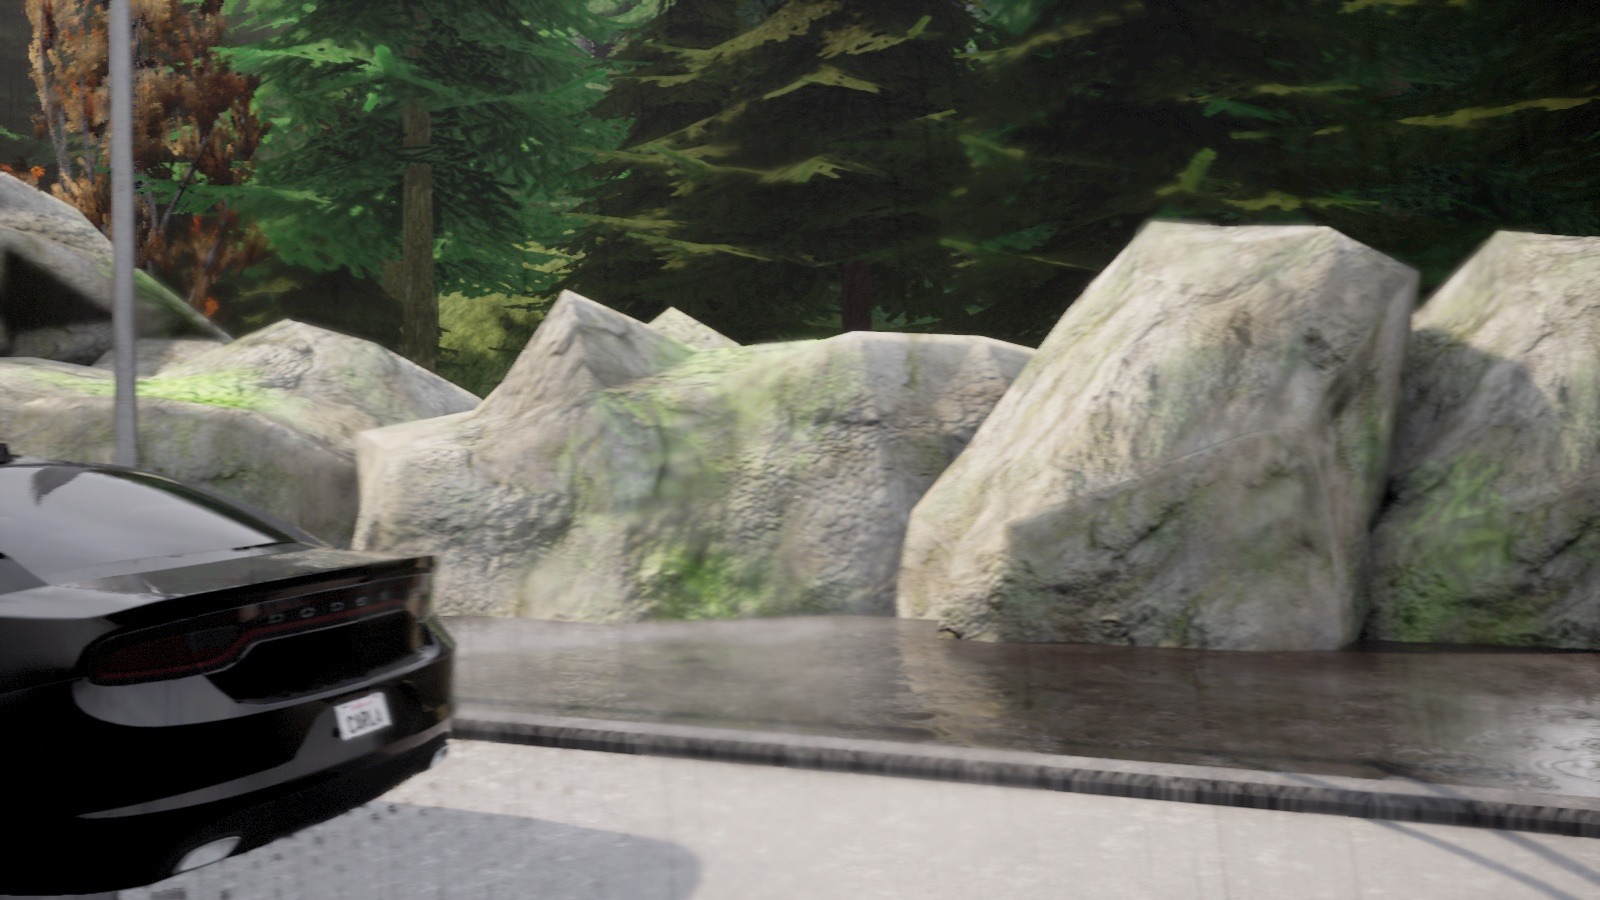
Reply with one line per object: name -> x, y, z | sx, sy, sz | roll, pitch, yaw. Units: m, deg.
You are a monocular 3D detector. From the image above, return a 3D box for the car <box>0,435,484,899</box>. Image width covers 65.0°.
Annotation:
car -> -3.969, 0.708, 5.056 | 5.008, 1.535, 1.882 | 1, 1, 19
